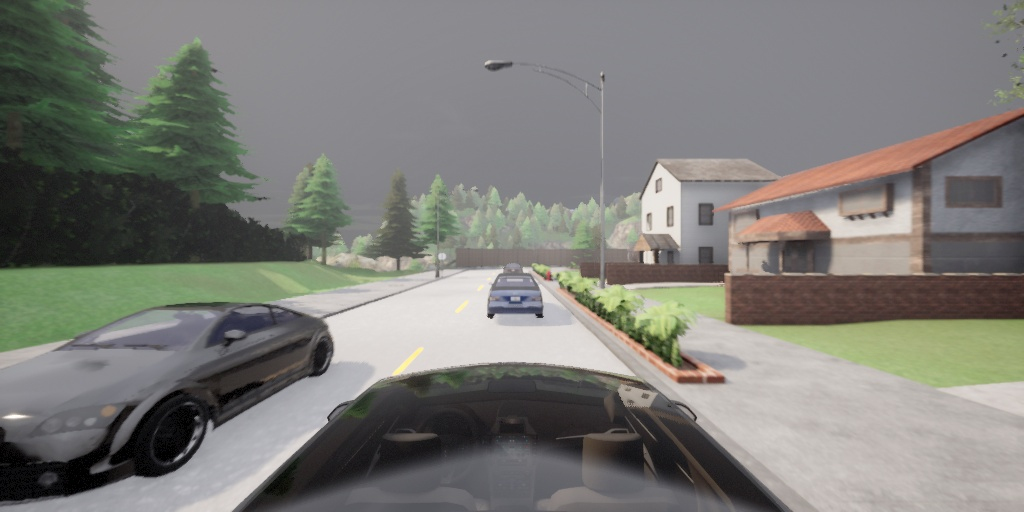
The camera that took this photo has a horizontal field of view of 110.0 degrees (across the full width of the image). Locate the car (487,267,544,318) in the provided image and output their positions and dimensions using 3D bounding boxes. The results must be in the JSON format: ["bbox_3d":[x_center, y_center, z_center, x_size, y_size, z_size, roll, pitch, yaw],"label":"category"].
[{"bbox_3d":[0.100,1.301,13.010,2.033,1.411,5.357,0,0,0],"label":"car"}]

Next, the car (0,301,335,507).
[{"bbox_3d":[-4.098,1.314,4.591,1.994,1.385,4.181,0,0,0],"label":"car"}]

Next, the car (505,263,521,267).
[{"bbox_3d":[0.100,1.306,33.296,2.033,1.411,5.357,0,0,0],"label":"car"}]
